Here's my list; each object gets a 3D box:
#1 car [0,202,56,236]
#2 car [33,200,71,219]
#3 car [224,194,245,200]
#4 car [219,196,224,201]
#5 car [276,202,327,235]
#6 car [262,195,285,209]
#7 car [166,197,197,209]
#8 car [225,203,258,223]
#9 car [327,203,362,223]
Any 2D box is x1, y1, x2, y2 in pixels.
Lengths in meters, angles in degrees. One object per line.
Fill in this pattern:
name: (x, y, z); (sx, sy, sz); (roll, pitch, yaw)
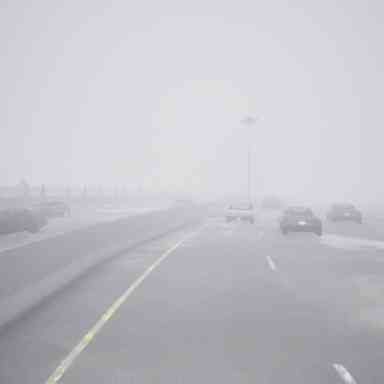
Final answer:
car: (-9.105, 1.431, 15.876); (2.033, 1.411, 5.357); (0, 0, 9)
car: (-10.874, 1.339, 24.371); (1.837, 1.490, 4.892); (0, 0, 14)
car: (7.831, 1.260, 58.405); (1.812, 1.442, 4.674); (0, 0, 31)
car: (6.897, 1.239, 63.702); (1.837, 1.490, 4.892); (0, 0, 31)
car: (5.870, 1.490, 18.363); (1.994, 1.385, 4.181); (0, 0, 12)
car: (9.976, 1.180, 40.382); (2.097, 1.767, 4.553); (0, 0, 26)
car: (-0.912, 1.329, 33.194); (1.837, 1.490, 4.892); (0, 0, 21)
car: (3.703, 1.489, 24.245); (1.895, 1.301, 4.718); (0, 0, 15)
car: (11.111, 1.478, 24.492); (1.994, 1.385, 4.181); (0, 0, 17)
